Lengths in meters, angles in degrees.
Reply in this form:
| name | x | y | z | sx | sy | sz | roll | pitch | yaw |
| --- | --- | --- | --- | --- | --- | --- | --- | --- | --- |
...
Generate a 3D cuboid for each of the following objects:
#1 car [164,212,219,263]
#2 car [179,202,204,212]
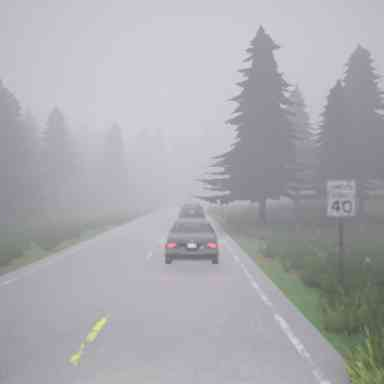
| name | x | y | z | sx | sy | sz | roll | pitch | yaw |
| --- | --- | --- | --- | --- | --- | --- | --- | --- | --- |
| car | 0.004 | 1.687 | 12.505 | 2.033 | 1.411 | 5.357 | 0 | -1 | 0 |
| car | 0.003 | 1.665 | 28.409 | 2.097 | 1.767 | 4.553 | 0 | -1 | 0 |
